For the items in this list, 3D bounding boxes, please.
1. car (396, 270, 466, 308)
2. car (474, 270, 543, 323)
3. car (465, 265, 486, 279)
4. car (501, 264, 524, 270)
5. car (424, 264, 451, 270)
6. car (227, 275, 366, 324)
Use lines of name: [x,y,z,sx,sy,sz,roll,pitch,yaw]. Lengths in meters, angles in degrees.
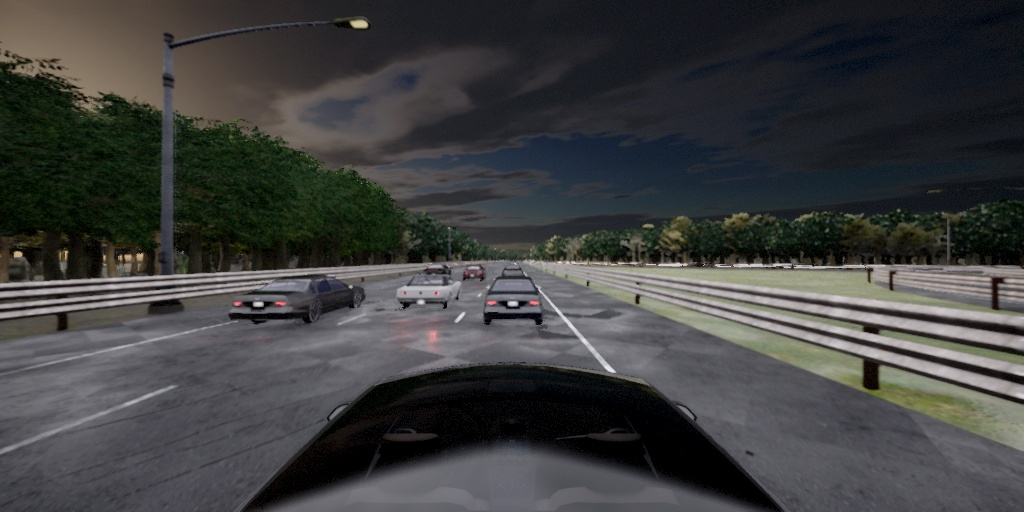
car: [-3.420,1.459,15.721,1.895,1.301,4.718,0,0,0]
car: [0.058,1.379,12.390,2.033,1.411,5.357,0,0,1]
car: [-3.426,1.523,33.274,1.812,1.442,4.674,1,-1,0]
car: [0.067,1.485,32.231,2.128,1.511,4.902,0,0,0]
car: [-6.931,1.468,33.835,1.882,1.535,5.008,0,-1,0]
car: [-6.940,1.366,12.338,2.033,1.411,5.357,0,0,0]
